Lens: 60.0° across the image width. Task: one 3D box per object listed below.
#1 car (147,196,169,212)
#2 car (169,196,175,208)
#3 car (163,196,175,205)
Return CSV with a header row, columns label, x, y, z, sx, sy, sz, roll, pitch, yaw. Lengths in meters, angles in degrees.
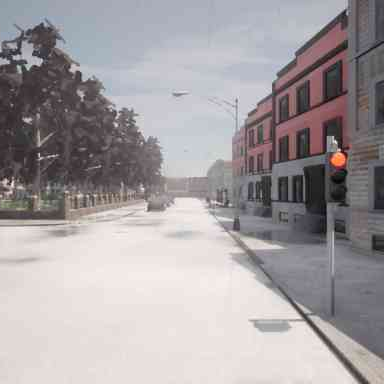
label,x,y,z,sx,sy,sz,roll,pitch,yaw
car,-4.106,1.478,39.382,1.882,1.535,5.008,0,0,0
car,-4.107,1.547,49.582,2.033,1.411,5.357,0,0,0
car,-4.079,1.500,59.672,1.837,1.490,4.892,0,1,0
